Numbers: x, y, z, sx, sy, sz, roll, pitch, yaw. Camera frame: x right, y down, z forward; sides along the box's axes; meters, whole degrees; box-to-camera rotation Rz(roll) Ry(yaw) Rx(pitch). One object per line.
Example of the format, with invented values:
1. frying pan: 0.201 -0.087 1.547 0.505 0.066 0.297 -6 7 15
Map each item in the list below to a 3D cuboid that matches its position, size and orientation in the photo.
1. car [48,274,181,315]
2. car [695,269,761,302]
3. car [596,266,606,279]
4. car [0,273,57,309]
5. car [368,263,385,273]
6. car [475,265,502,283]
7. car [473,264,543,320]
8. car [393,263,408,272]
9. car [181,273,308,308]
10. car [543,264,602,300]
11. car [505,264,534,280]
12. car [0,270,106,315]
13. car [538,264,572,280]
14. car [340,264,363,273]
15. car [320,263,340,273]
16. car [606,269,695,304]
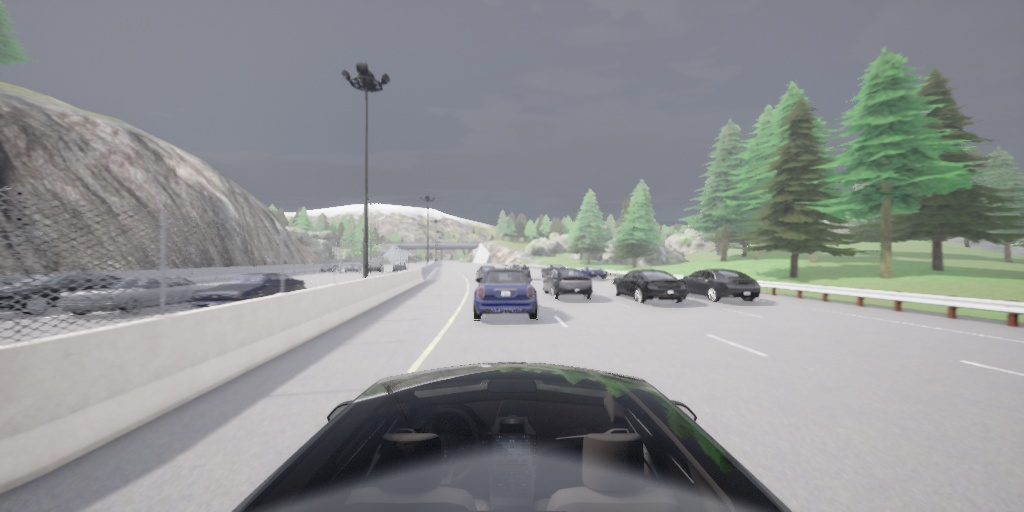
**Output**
1. car: -14.541 1.484 14.321 1.895 1.301 4.718 0 -1 -4
2. car: 9.937 1.390 17.825 1.837 1.490 4.892 0 -1 -4
3. car: 7.821 1.656 36.057 1.895 1.301 4.718 0 -1 -9
4. car: -21.570 1.454 14.182 1.994 1.385 4.181 0 -1 -4
5. car: -20.721 1.740 54.906 1.882 1.535 5.008 0 -1 -10
6. car: -2.282 1.586 32.848 2.033 1.411 5.357 0 0 -9
7. car: -0.299 1.209 13.289 2.097 1.767 4.553 0 -1 -3
8. car: -17.381 1.832 56.069 1.994 1.385 4.181 0 0 -10
9. car: -11.127 1.440 15.808 2.033 1.411 5.357 0 -1 -4
10. car: 2.820 1.398 18.970 2.128 1.511 4.902 0 0 -5
11. car: 0.634 1.561 36.602 2.128 1.511 4.902 0 -1 -9
12. car: -18.070 1.365 14.409 1.882 1.535 5.008 0 -1 -4
13. car: 4.217 1.553 36.316 2.128 1.511 4.902 0 -1 -9
14. car: -24.303 1.869 55.053 1.895 1.301 4.718 0 -1 -10
15. car: -27.897 1.766 55.216 2.128 1.511 4.902 0 -1 -10
16. car: 6.452 1.364 17.427 1.882 1.535 5.008 0 0 -4
